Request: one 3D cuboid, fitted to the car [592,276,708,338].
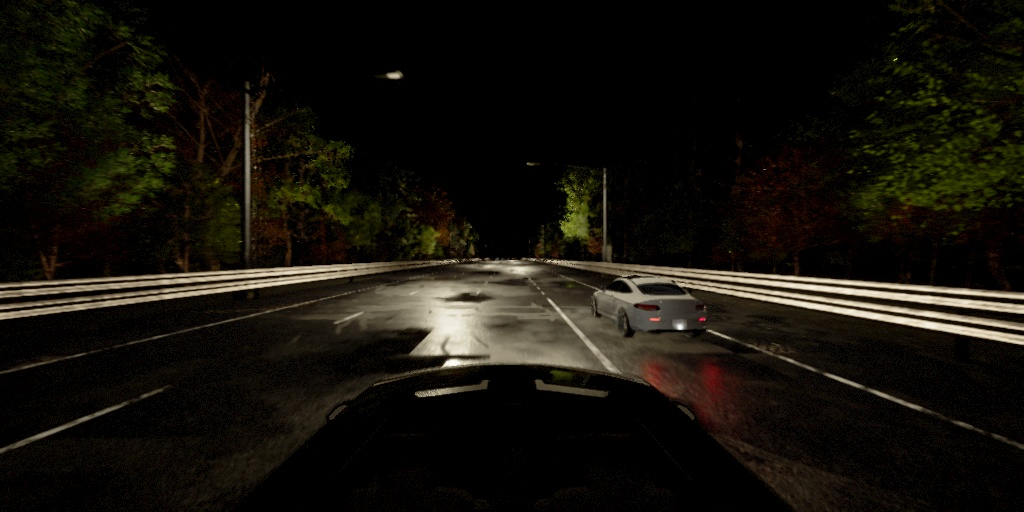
[{"bbox_3d":[3.580,1.277,10.032,1.812,1.442,4.674,0,0,-1],"label":"car"}]
